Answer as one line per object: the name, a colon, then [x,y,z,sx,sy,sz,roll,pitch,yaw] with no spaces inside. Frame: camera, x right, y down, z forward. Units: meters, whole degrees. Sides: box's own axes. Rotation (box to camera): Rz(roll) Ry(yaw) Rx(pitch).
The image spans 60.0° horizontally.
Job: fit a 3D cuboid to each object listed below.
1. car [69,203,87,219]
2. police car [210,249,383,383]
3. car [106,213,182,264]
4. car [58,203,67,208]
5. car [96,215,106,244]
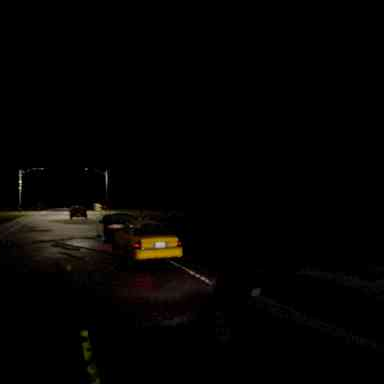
car: [-13.501,2.389,39.436,1.882,1.535,5.008,1,-1,-20]
police car: [1.880,1.530,4.051,1.930,1.638,5.238,1,-1,-23]
car: [-2.024,1.775,13.310,1.801,1.575,5.366,1,-1,-23]
car: [-33.895,3.546,87.241,1.895,1.301,4.718,0,-1,-18]
car: [-4.228,1.921,18.664,1.882,1.535,5.008,1,-1,-22]
